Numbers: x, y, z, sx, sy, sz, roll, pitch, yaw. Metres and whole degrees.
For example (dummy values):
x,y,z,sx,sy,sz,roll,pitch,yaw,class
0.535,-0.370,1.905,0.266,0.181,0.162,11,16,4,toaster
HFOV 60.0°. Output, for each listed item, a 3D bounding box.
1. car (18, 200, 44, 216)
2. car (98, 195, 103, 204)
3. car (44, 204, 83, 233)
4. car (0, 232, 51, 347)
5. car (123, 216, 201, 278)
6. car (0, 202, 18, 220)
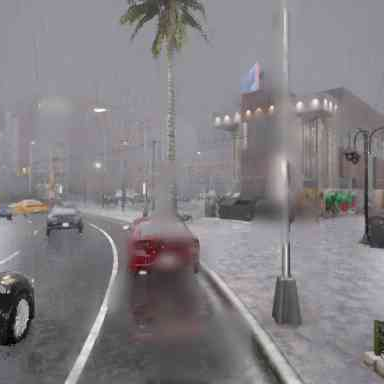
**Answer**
x,y,z,sx,sy,sz,roll,pitch,yaw,class
-15.714,1.461,31.941,1.882,1.535,5.008,0,0,-43,car
-14.576,1.238,56.454,4.553,1.767,2.185,0,0,42,car
-7.406,1.518,19.174,1.812,1.442,4.674,0,0,-23,car
-3.358,1.502,3.438,1.837,1.490,4.892,0,0,-3,car
-1.082,1.475,10.345,1.882,1.535,5.008,0,0,-12,car
-16.103,1.531,27.243,2.033,1.411,5.357,0,0,-37,car
